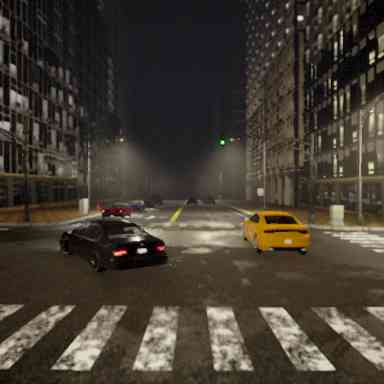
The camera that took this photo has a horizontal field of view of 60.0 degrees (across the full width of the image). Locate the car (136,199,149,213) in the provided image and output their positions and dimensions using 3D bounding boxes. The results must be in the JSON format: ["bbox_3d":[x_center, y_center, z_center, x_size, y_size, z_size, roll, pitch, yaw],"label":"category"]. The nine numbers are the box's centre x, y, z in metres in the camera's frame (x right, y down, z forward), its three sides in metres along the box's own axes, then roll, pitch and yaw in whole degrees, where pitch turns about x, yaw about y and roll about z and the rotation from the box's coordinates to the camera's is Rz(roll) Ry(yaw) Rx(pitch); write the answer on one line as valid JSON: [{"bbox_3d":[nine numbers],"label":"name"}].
[{"bbox_3d":[-6.534,1.682,38.737,1.895,1.301,4.718,0,0,0],"label":"car"}]

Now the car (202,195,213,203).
[{"bbox_3d":[3.326,1.486,71.300,2.097,1.767,4.553,0,0,0],"label":"car"}]

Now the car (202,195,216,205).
[{"bbox_3d":[3.315,1.622,61.499,1.837,1.490,4.892,0,0,0],"label":"car"}]

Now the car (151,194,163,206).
[{"bbox_3d":[-6.438,1.336,59.492,2.150,2.045,5.566,0,0,0],"label":"car"}]

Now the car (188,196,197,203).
[{"bbox_3d":[0.075,1.515,70.951,1.994,1.385,4.181,0,0,0],"label":"car"}]

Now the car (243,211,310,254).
[{"bbox_3d":[3.376,1.555,14.138,1.882,1.535,5.008,1,1,0],"label":"car"}]

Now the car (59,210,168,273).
[{"bbox_3d":[-2.851,1.613,11.161,2.033,1.411,5.357,0,1,-36],"label":"car"}]

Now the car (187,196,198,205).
[{"bbox_3d":[0.065,1.681,60.916,1.994,1.385,4.181,0,0,0],"label":"car"}]

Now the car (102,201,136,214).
[{"bbox_3d":[-6.568,1.665,29.565,1.895,1.301,4.718,0,0,0],"label":"car"}]

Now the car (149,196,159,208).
[{"bbox_3d":[-6.467,1.662,48.742,1.994,1.385,4.181,0,0,1],"label":"car"}]
